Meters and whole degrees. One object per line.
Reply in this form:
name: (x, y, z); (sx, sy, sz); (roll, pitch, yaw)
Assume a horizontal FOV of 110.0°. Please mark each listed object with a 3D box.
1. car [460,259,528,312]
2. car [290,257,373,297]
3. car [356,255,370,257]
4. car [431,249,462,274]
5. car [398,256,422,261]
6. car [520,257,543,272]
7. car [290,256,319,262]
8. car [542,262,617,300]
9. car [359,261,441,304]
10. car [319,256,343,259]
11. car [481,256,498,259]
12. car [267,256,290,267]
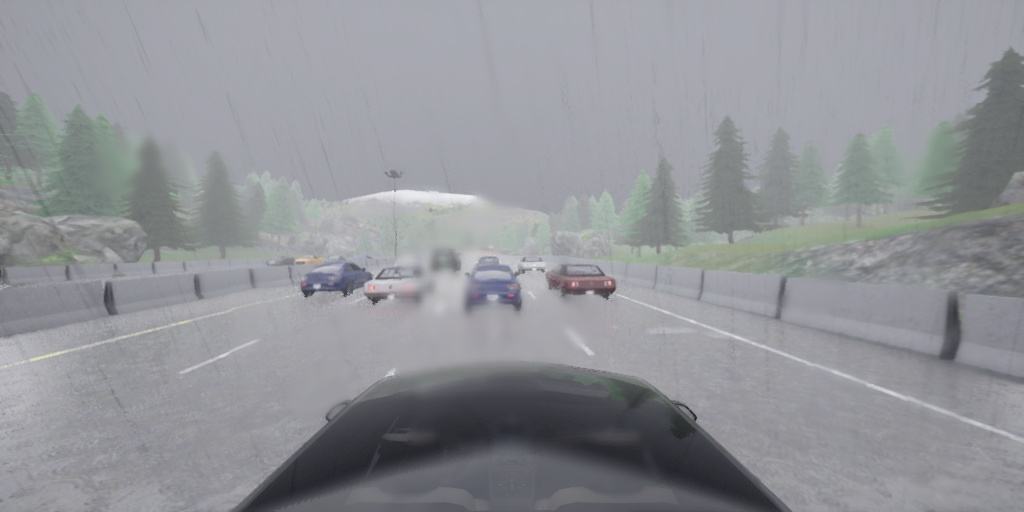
car: (-0.656, 1.000, 12.633); (1.812, 1.442, 4.674); (-1, 1, -4)
car: (-7.934, 0.990, 16.573); (1.812, 1.442, 4.674); (-1, 1, -4)
car: (-21.088, 0.589, 50.410); (1.882, 1.535, 5.008); (-1, 0, -4)
car: (-5.417, 0.402, 29.941); (2.150, 2.045, 5.566); (-1, 1, -4)
car: (-9.036, 0.719, 31.650); (1.812, 1.442, 4.674); (-1, 1, -4)
car: (1.592, 0.697, 30.124); (1.895, 1.301, 4.718); (-1, 1, -4)
car: (-28.041, 0.679, 49.582); (1.882, 1.535, 5.008); (-1, 1, -4)
car: (2.692, 0.982, 15.081); (1.895, 1.301, 4.718); (-1, 1, -4)
car: (-4.287, 1.071, 14.547); (1.895, 1.301, 4.718); (-1, 1, -4)
car: (-24.571, 0.681, 50.079); (1.812, 1.442, 4.674); (-1, 1, -4)
car: (-1.751, 0.726, 27.584); (2.033, 1.411, 5.357); (-1, 1, -4)
car: (-31.520, 0.737, 49.219); (2.128, 1.511, 4.902); (-1, 1, -4)
